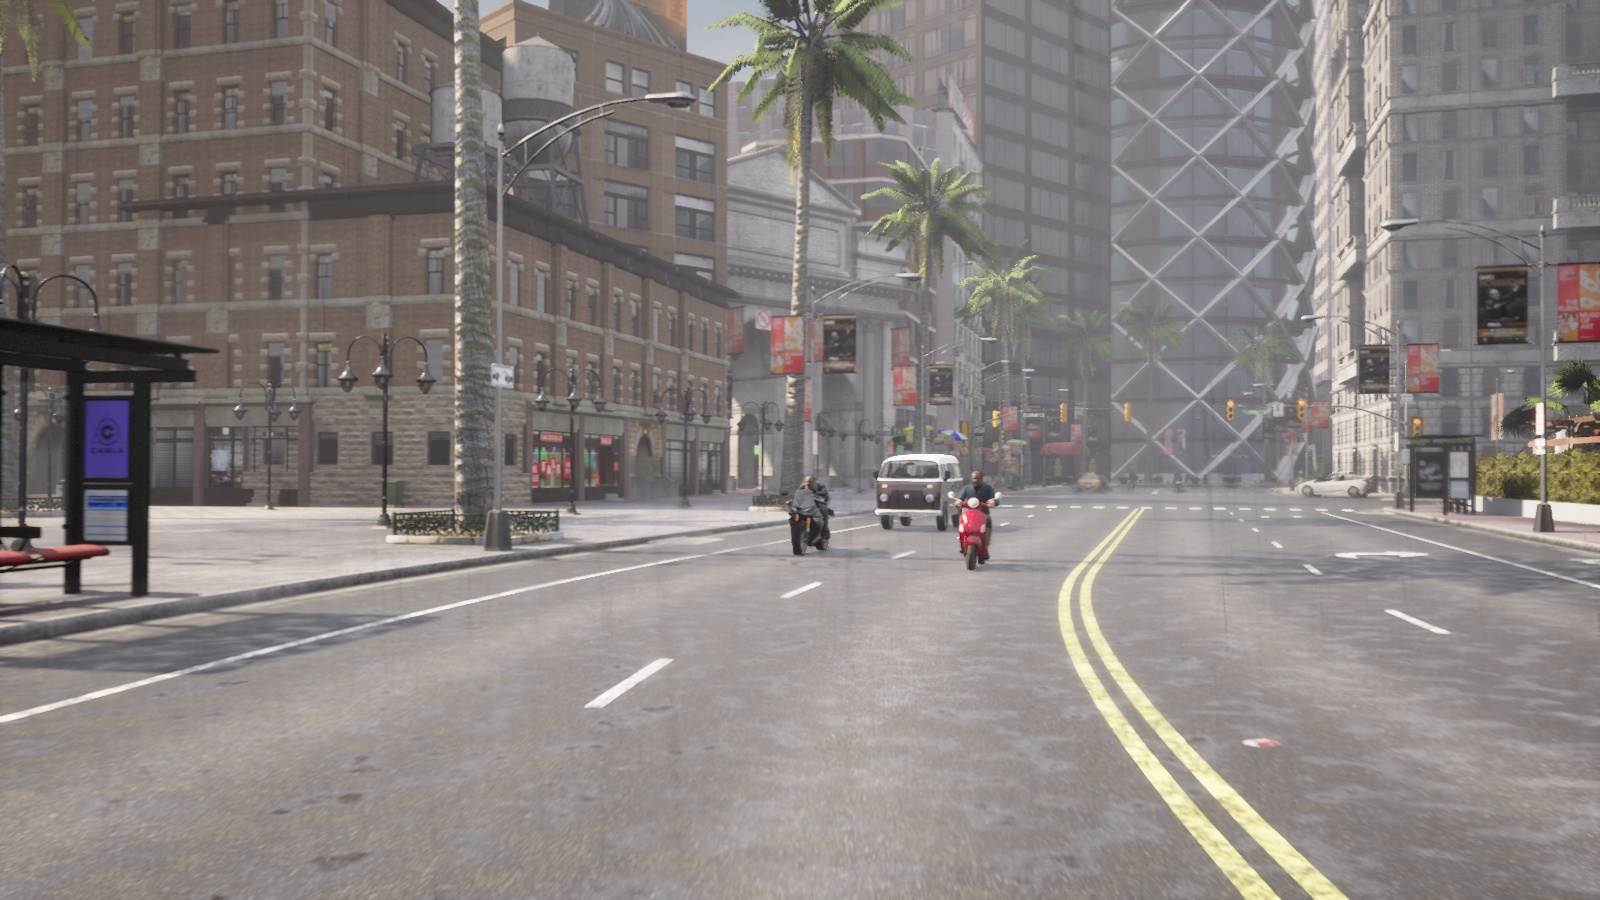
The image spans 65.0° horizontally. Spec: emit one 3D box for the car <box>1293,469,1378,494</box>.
[{"bbox_3d":[33.954,1.962,79.719,4.514,1.525,2.007,-1,-1,43],"label":"car"}]

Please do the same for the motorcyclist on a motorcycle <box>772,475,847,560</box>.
[{"bbox_3d":[0.214,1.248,23.893,0.866,1.530,2.191,0,-1,16],"label":"motorcyclist on a motorcycle"}]

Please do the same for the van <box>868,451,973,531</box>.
[{"bbox_3d":[3.395,1.103,34.552,2.069,2.038,4.480,-1,-1,16],"label":"van"}]

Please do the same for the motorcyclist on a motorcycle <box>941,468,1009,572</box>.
[{"bbox_3d":[2.864,1.097,20.367,0.866,1.590,1.817,0,-1,15],"label":"motorcyclist on a motorcycle"}]

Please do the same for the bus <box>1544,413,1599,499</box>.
[{"bbox_3d":[43.485,0.316,62.620,10.273,4.253,3.944,0,-1,16],"label":"bus"}]
